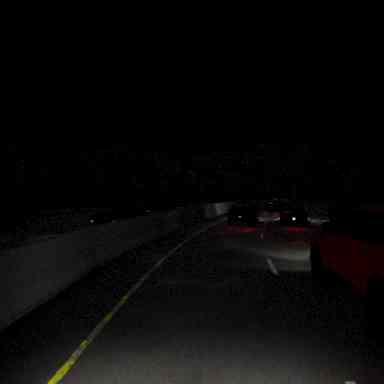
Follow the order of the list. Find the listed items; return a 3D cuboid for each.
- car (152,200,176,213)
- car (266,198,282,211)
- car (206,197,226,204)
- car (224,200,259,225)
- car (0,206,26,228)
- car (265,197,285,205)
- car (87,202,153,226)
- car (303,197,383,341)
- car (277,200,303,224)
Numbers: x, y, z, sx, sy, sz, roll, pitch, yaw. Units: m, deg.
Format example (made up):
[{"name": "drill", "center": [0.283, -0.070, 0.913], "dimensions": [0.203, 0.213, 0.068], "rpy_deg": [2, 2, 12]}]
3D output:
[{"name": "car", "center": [-3.503, 1.570, 36.310], "dimensions": [2.033, 1.411, 5.357], "rpy_deg": [0, 0, 21]}, {"name": "car", "center": [10.505, 1.561, 41.376], "dimensions": [2.128, 1.511, 4.902], "rpy_deg": [0, 0, 26]}, {"name": "car", "center": [4.246, 1.557, 58.666], "dimensions": [2.128, 1.511, 4.902], "rpy_deg": [0, 0, 33]}, {"name": "car", "center": [3.881, 1.513, 24.638], "dimensions": [1.882, 1.535, 5.008], "rpy_deg": [0, 0, 16]}, {"name": "car", "center": [-11.876, 1.546, 19.636], "dimensions": [1.994, 1.385, 4.181], "rpy_deg": [0, 0, 11]}, {"name": "car", "center": [15.596, 1.709, 62.394], "dimensions": [1.895, 1.301, 4.718], "rpy_deg": [0, 0, 39]}, {"name": "car", "center": [-4.490, 1.553, 21.111], "dimensions": [2.033, 1.411, 5.357], "rpy_deg": [0, 0, 13]}, {"name": "car", "center": [4.034, 1.241, 6.543], "dimensions": [2.150, 2.045, 5.566], "rpy_deg": [0, 0, 5]}, {"name": "car", "center": [7.544, 1.551, 24.691], "dimensions": [1.837, 1.490, 4.892], "rpy_deg": [0, 0, 17]}]
